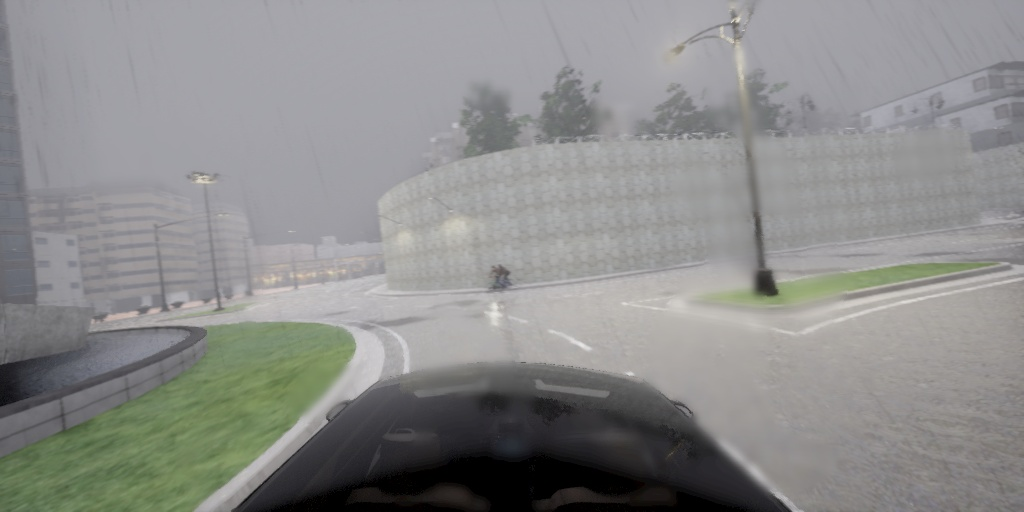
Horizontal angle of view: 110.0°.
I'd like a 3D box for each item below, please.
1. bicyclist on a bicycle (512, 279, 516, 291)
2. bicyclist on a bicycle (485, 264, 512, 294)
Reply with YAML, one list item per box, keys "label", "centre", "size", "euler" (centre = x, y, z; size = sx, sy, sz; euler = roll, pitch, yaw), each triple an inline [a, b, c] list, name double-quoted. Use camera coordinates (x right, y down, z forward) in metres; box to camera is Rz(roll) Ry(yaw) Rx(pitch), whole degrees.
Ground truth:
- label: "bicyclist on a bicycle"
  centre: [-0.461, 1.254, 20.321]
  size: [1.656, 1.620, 0.582]
  euler: [-7, -3, -42]
- label: "bicyclist on a bicycle"
  centre: [-0.911, 1.293, 20.264]
  size: [0.582, 1.620, 1.656]
  euler: [7, 12, 43]
